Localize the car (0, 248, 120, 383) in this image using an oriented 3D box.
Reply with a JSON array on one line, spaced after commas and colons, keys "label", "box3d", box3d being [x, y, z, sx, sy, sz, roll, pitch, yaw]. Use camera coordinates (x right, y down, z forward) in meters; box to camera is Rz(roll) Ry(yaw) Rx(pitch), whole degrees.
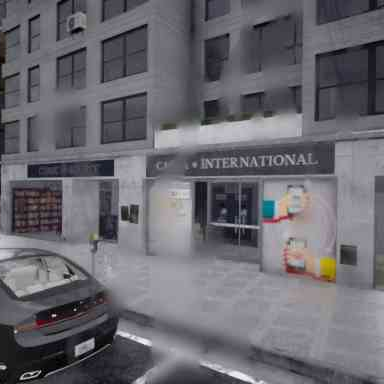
[{"label": "car", "box3d": [-3.011, 1.550, 5.095, 4.403, 1.369, 2.008, 0, 1, 35]}]
